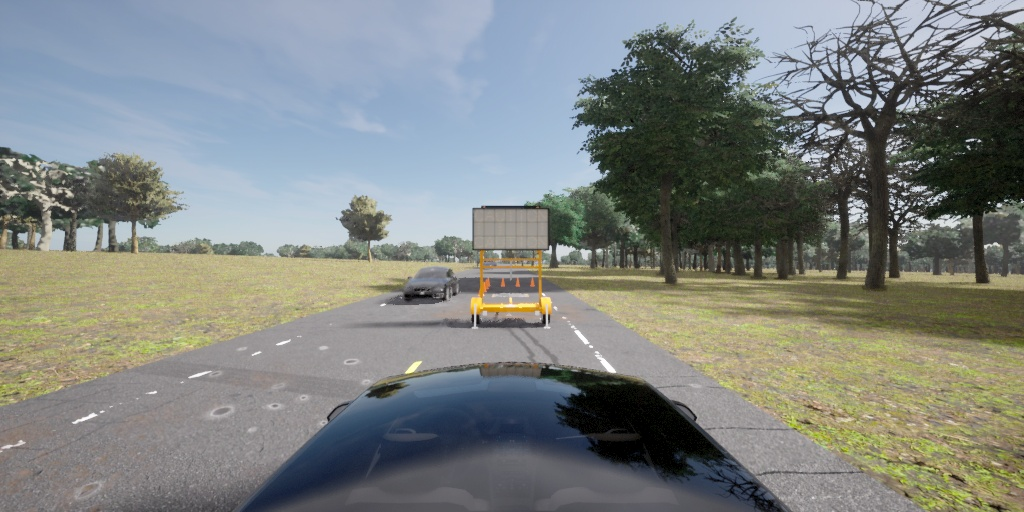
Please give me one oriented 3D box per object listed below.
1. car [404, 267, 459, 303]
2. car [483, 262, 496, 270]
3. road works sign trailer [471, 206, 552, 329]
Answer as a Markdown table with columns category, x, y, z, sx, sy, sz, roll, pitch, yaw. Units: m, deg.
| category | x | y | z | sx | sy | sz | roll | pitch | yaw |
| --- | --- | --- | --- | --- | --- | --- | --- | --- | --- |
| car | -3.676 | 1.282 | 17.020 | 1.837 | 1.490 | 4.892 | 0 | 0 | 0 |
| car | -4.154 | 1.628 | 58.521 | 1.994 | 1.385 | 4.181 | 0 | -1 | -1 |
| road works sign trailer | -0.035 | 0.226 | 11.313 | 2.380 | 3.560 | 2.880 | 0 | 0 | 0 |
